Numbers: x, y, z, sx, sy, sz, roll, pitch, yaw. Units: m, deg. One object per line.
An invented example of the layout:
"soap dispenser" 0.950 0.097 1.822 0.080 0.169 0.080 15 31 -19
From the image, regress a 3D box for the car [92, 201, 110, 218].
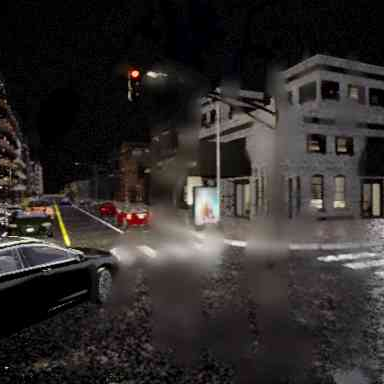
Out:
"car" -8.142 1.687 31.738 1.802 1.307 4.206 -1 0 -23

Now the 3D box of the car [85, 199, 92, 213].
"car" -10.358 1.686 36.986 2.008 1.369 4.403 -1 0 -23

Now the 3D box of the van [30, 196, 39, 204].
"van" -35.807 1.810 75.695 1.690 1.788 3.998 -1 0 -23

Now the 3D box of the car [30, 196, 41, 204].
"car" -38.024 1.821 80.941 2.192 1.841 5.009 -1 0 -23

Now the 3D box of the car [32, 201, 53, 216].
"car" -16.114 1.750 36.003 1.994 1.385 4.181 0 0 -23

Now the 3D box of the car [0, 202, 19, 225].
"car" -13.641 1.689 23.218 2.008 1.369 4.403 -1 0 -23

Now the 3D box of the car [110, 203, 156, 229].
"car" -3.711 1.485 21.242 1.967 1.590 4.097 -1 0 -23

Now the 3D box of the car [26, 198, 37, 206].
"car" -31.305 1.921 65.042 1.752 1.417 4.829 -1 0 -23

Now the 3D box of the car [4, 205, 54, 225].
"car" -8.500 1.646 17.726 1.994 1.385 4.181 0 0 -23

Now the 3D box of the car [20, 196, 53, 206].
"car" -12.297 1.485 26.762 2.097 1.767 4.553 0 0 -23

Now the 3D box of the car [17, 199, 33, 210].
"car" -24.656 1.819 49.300 1.752 1.417 4.829 -1 0 -23

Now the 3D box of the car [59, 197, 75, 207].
"car" -22.474 1.861 59.034 1.994 1.385 4.181 0 0 -23

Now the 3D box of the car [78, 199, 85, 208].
"car" -17.007 1.782 52.729 2.008 1.369 4.403 -1 0 -23

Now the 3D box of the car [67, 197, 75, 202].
"car" -32.521 2.062 89.463 1.802 1.307 4.206 -1 0 -23

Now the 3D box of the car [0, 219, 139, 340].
"car" -3.103 1.484 5.500 2.128 1.511 4.902 0 0 21
